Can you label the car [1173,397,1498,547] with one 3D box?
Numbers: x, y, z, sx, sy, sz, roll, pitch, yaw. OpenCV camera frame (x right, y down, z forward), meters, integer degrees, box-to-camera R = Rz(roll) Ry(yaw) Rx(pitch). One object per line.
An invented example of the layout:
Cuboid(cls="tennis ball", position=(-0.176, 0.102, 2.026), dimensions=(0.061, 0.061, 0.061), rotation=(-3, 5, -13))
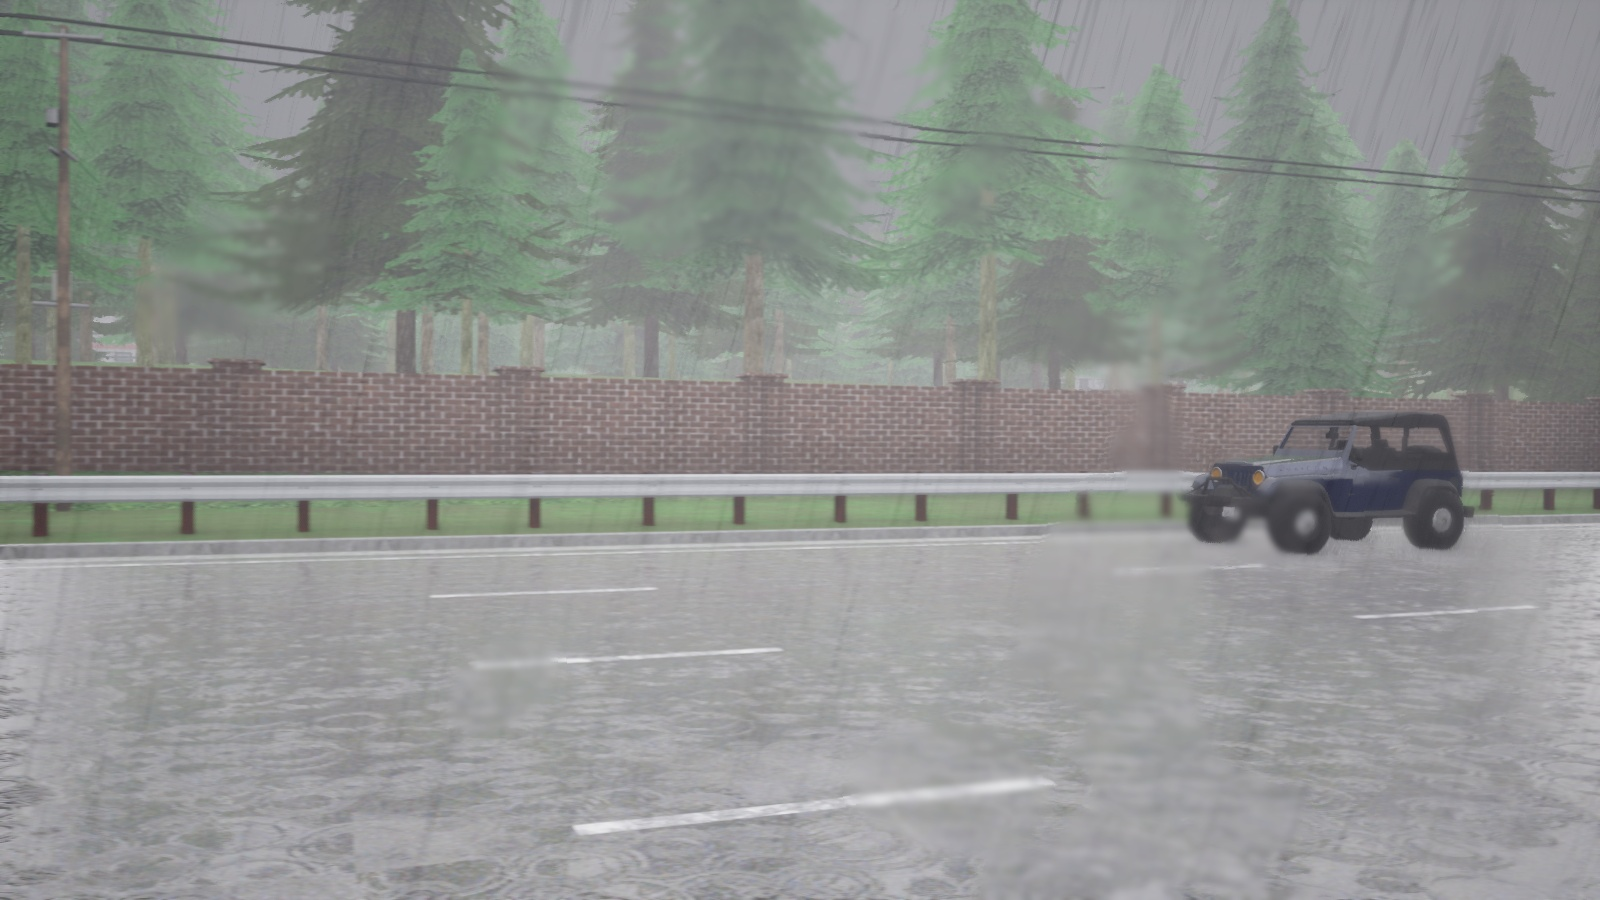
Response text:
Cuboid(cls="car", position=(7.331, 0.234, 17.251), dimensions=(3.866, 1.878, 1.905), rotation=(-1, 1, -21))
